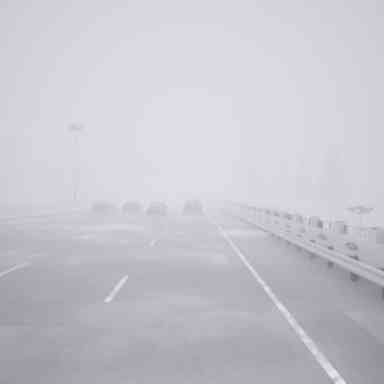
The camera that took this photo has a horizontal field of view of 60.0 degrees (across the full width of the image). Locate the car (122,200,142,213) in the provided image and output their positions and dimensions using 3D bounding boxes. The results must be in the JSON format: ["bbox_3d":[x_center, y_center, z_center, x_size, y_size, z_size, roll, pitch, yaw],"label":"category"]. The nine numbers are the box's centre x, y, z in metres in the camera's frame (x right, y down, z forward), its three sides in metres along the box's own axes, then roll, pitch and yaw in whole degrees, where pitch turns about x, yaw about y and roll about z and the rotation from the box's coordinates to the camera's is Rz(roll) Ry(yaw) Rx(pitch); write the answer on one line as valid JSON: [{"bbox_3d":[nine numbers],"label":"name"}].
[{"bbox_3d":[-6.913,1.713,39.134,1.837,1.490,4.892,0,-1,0],"label":"car"}]

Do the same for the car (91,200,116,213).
[{"bbox_3d":[-10.412,1.690,39.346,1.882,1.535,5.008,0,-1,0],"label":"car"}]

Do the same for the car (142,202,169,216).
[{"bbox_3d":[-3.411,1.684,33.669,2.033,1.411,5.357,0,-1,0],"label":"car"}]

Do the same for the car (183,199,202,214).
[{"bbox_3d":[0.088,1.546,38.184,2.097,1.767,4.553,0,-1,0],"label":"car"}]
